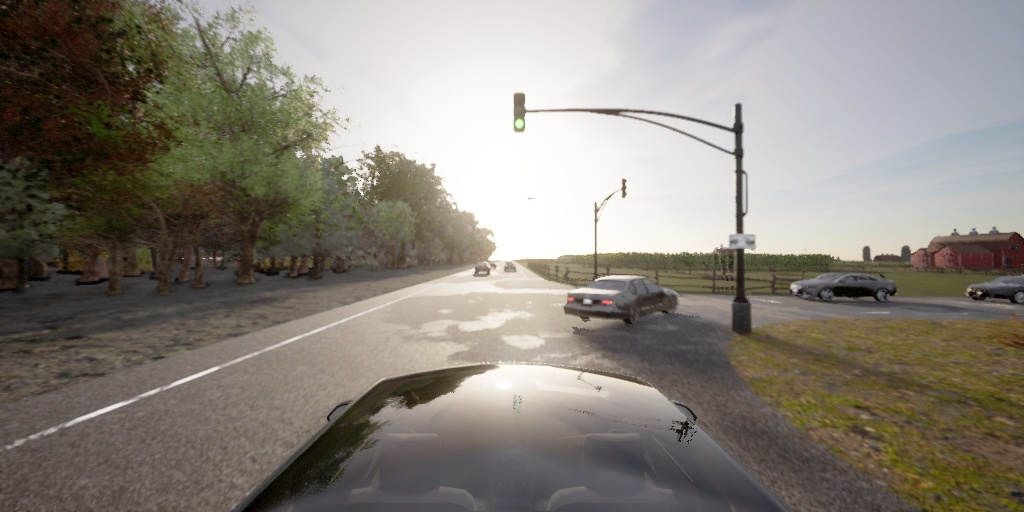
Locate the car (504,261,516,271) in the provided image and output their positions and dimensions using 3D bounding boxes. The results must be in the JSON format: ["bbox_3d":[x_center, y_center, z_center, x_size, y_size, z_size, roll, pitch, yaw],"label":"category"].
[{"bbox_3d":[-0.338,1.707,59.099,1.895,1.301,4.718,0,0,0],"label":"car"}]

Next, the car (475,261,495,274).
[{"bbox_3d":[-3.746,1.514,46.647,2.128,1.511,4.902,0,0,0],"label":"car"}]

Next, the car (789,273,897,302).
[{"bbox_3d":[17.858,1.645,19.504,4.902,1.511,2.128,1,-1,1],"label":"car"}]

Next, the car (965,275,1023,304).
[{"bbox_3d":[27.843,1.790,19.510,4.892,1.490,1.837,1,-1,0],"label":"car"}]

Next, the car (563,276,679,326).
[{"bbox_3d":[3.903,1.376,12.200,2.033,1.411,5.357,-1,-1,43],"label":"car"}]
